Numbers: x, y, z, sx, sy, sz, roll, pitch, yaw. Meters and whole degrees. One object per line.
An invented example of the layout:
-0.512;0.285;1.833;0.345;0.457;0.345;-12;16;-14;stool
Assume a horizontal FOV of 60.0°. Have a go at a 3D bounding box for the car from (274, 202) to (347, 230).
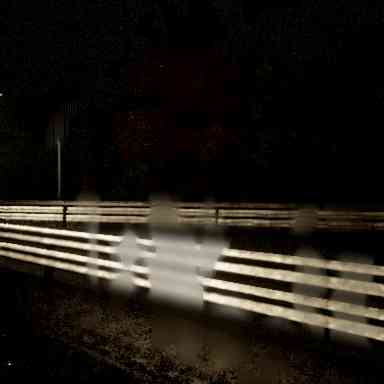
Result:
7.676;1.423;21.872;4.553;1.767;2.097;0;0;17;car
